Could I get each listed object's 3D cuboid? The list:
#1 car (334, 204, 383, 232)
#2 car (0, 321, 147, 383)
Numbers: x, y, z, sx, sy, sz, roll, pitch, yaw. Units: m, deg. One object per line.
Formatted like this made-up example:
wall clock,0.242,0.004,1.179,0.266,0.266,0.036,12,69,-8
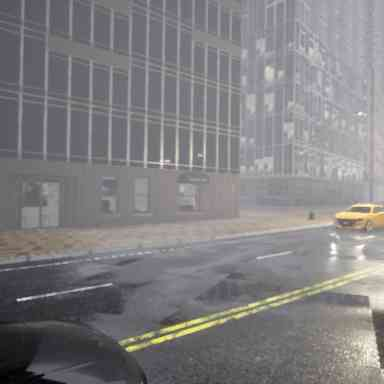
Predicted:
car,10.620,1.505,20.536,5.008,1.535,1.882,0,0,-41
car,-2.547,1.496,1.701,4.902,1.511,2.128,0,0,-35
